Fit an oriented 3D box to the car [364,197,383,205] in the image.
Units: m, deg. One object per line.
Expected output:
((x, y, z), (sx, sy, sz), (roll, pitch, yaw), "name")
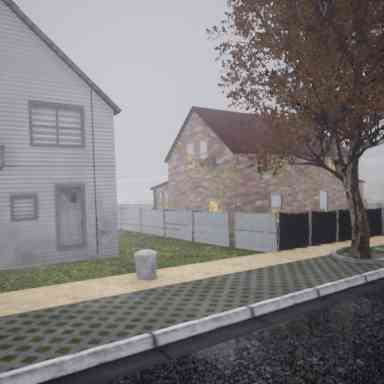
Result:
((28.542, 1.919, 52.508), (1.837, 1.490, 4.892), (-2, -1, 1), "car")

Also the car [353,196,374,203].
((38.558, 1.699, 74.939), (2.128, 1.511, 4.902), (-2, -1, 0), "car")
